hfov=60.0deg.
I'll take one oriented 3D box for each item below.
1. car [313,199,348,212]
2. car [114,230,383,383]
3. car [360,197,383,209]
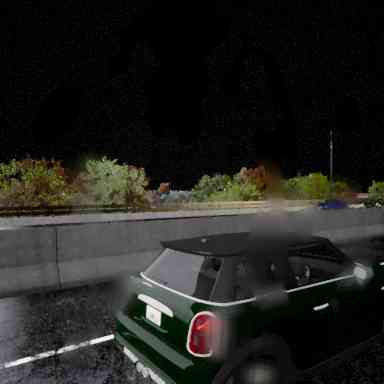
[{"bbox_3d":[15.326,1.532,36.516,4.674,1.442,1.812,0,0,-35],"label":"car"},{"bbox_3d":[1.301,1.351,4.848,4.553,1.767,2.097,0,0,-36],"label":"car"},{"bbox_3d":[19.920,1.363,35.461,4.553,1.767,2.097,0,0,-35],"label":"car"}]
